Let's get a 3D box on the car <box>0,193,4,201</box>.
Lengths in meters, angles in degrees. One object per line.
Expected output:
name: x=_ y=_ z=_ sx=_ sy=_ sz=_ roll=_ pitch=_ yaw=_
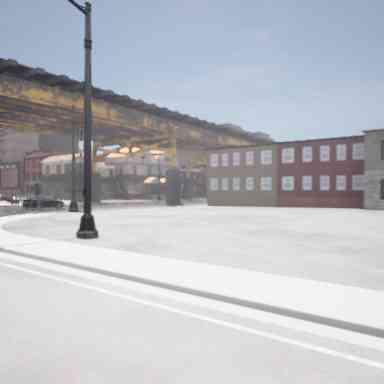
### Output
car: x=-41.466 y=0.925 z=70.745 sx=4.536 sy=1.218 sz=1.853 roll=0 pitch=0 yaw=2

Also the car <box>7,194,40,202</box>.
car: x=-28.213 y=1.022 z=55.727 sx=4.536 sy=1.218 sz=1.853 roll=0 pitch=0 yaw=7

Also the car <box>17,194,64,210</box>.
car: x=-17.390 y=1.310 z=39.171 sx=2.128 sy=1.511 sz=4.902 roll=0 pitch=0 yaw=27

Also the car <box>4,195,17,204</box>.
car: x=-28.162 y=1.179 z=55.721 sx=4.974 sy=1.542 sz=2.038 roll=0 pitch=0 yaw=7

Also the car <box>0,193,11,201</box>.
car: x=-41.518 y=1.082 z=70.746 sx=4.974 sy=1.542 sz=2.038 roll=0 pitch=0 yaw=2

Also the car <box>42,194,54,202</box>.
car: x=-24.654 y=1.032 z=56.983 sx=1.853 sy=1.218 sz=4.536 roll=0 pitch=0 yaw=-23

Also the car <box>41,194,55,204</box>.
car: x=-24.634 y=1.190 z=56.936 sx=2.038 sy=1.542 sz=4.974 roll=0 pitch=0 yaw=-23
